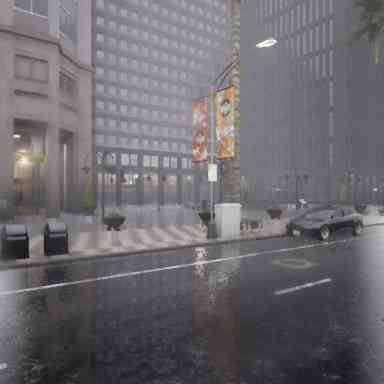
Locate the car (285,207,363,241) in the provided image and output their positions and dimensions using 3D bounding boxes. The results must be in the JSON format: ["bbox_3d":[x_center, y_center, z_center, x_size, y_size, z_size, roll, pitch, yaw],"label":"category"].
[{"bbox_3d":[6.826,1.512,16.956,4.786,1.482,2.161,0,0,-36],"label":"car"}]
